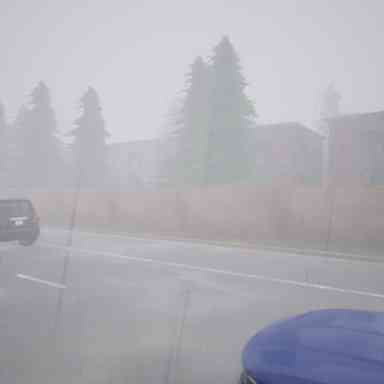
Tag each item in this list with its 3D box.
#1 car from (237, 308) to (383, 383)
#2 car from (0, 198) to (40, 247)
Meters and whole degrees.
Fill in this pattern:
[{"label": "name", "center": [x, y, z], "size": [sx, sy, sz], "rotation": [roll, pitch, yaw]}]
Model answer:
[{"label": "car", "center": [2.691, 1.490, 2.048], "size": [5.008, 1.535, 1.882], "rotation": [0, 0, 34]}, {"label": "car", "center": [-8.716, 1.253, 14.034], "size": [5.566, 2.045, 2.150], "rotation": [0, 0, 34]}]
